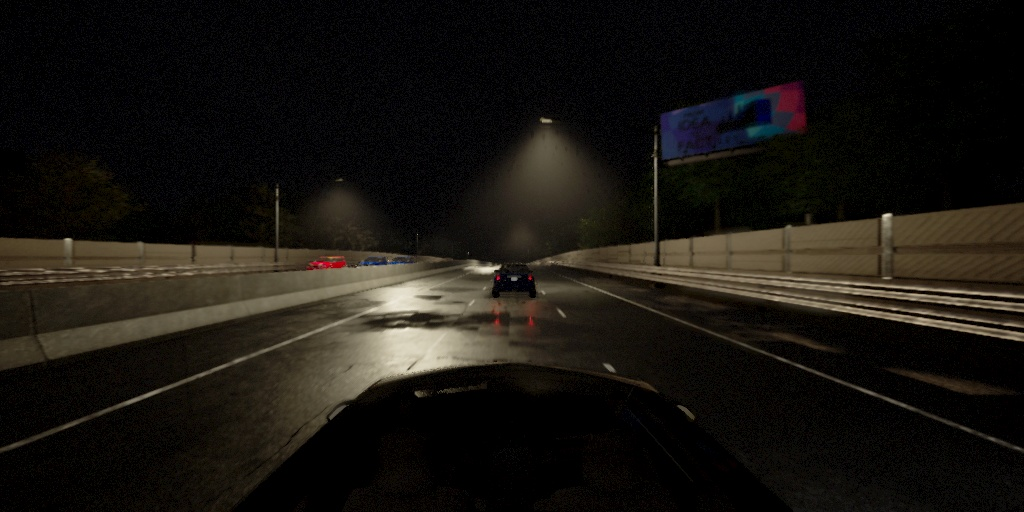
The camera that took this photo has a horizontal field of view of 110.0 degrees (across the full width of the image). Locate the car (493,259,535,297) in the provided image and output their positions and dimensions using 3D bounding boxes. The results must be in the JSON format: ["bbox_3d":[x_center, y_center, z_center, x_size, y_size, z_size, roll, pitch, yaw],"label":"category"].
[{"bbox_3d":[0.104,1.150,19.592,2.097,1.767,4.553,0,0,0],"label":"car"}]

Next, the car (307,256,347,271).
[{"bbox_3d":[-21.059,1.071,41.069,2.150,2.045,5.566,0,0,0],"label":"car"}]

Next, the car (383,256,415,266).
[{"bbox_3d":[-14.041,1.080,45.762,2.150,2.045,5.566,0,0,0],"label":"car"}]

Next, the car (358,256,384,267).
[{"bbox_3d":[-17.540,1.080,45.626,2.150,2.045,5.566,0,0,0],"label":"car"}]
